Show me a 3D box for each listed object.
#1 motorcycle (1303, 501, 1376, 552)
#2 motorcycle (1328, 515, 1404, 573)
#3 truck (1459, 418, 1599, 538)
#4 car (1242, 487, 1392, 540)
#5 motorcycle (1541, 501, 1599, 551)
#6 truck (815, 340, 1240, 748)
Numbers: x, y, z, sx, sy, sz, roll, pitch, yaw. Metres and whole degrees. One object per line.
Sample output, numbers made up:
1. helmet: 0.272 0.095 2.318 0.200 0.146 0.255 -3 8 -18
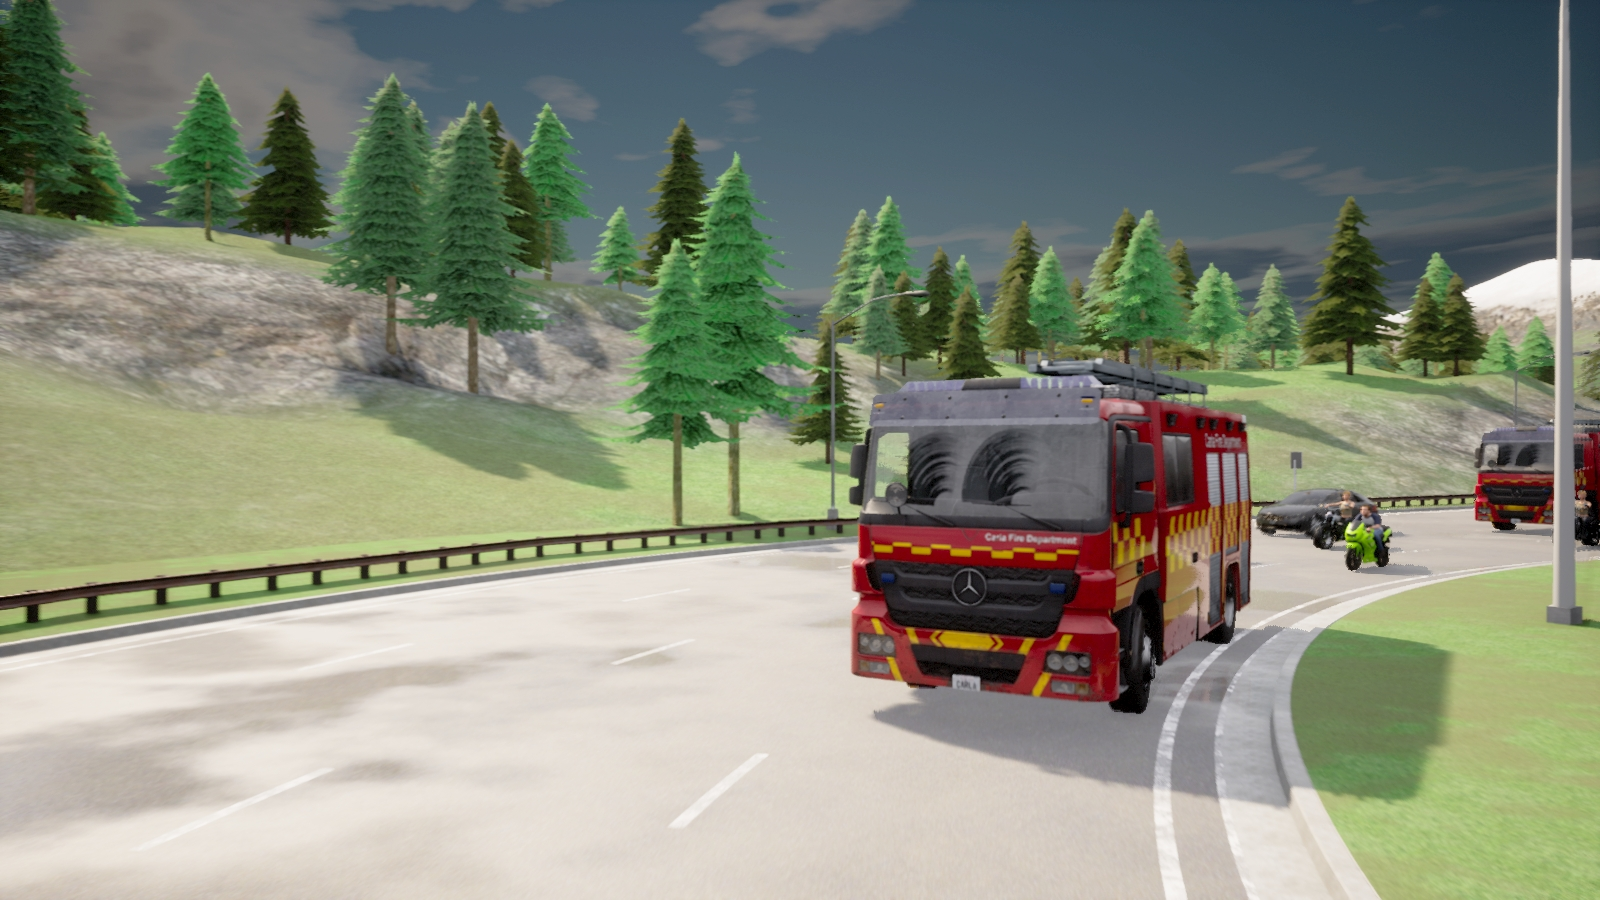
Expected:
1. motorcycle: 15.348 2.145 32.498 2.356 1.307 0.764 0 0 -33
2. motorcycle: 13.224 2.178 26.667 2.033 1.199 0.803 0 0 -38
3. truck: 26.842 0.881 39.926 8.468 3.827 2.891 0 0 -31
4. car: 17.085 2.049 37.701 4.892 1.480 2.231 0 0 -33
5. motorcycle: 22.219 2.147 32.709 2.356 1.307 0.764 0 0 -31
6. truck: 3.549 0.886 15.100 2.891 3.827 8.468 0 0 30
